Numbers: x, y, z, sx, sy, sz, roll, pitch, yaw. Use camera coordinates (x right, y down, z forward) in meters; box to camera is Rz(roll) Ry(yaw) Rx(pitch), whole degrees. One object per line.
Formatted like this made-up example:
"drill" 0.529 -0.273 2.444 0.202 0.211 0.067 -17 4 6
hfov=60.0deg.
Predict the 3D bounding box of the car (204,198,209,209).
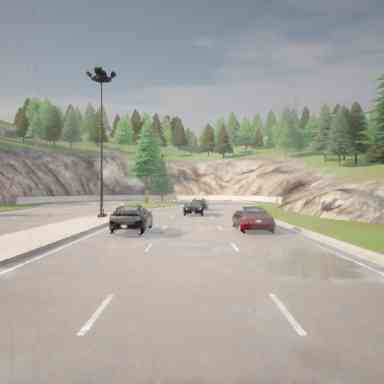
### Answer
"car" 1.015 1.492 42.846 2.128 1.511 4.902 0 0 10

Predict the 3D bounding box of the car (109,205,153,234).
"car" -3.400 1.491 19.065 2.128 1.511 4.902 0 0 0

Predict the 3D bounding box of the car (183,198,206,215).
"car" 0.174 1.601 33.056 1.895 1.301 4.718 0 0 1

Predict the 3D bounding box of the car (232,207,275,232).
"car" 3.600 1.564 19.954 1.994 1.385 4.181 0 0 0
